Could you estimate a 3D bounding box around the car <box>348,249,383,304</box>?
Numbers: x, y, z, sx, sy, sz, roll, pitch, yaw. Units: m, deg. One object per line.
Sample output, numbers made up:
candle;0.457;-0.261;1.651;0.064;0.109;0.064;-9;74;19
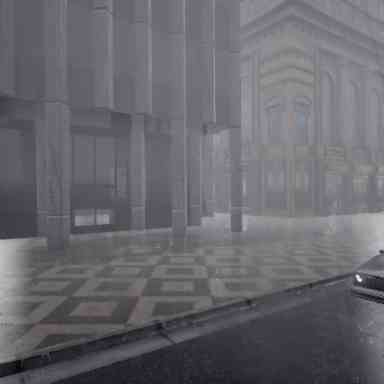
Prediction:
car;5.652;1.548;7.280;5.357;1.411;2.033;0;0;-35
